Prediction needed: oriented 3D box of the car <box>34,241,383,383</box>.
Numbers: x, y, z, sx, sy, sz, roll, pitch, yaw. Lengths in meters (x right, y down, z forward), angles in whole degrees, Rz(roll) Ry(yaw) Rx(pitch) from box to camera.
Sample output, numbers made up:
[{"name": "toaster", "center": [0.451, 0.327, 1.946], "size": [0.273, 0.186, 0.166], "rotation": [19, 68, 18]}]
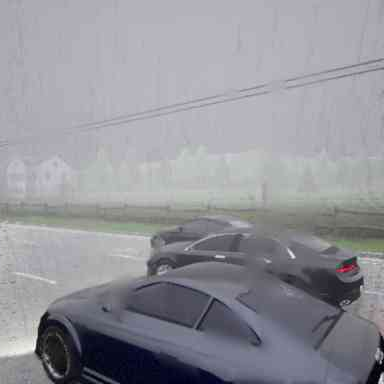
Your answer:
[{"name": "car", "center": [-0.024, 1.584, 4.009], "size": [4.181, 1.385, 1.994], "rotation": [-1, 0, 35]}]

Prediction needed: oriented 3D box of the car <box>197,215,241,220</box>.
[{"name": "car", "center": [0.584, 1.584, 12.171], "size": [4.674, 1.442, 1.812], "rotation": [-1, 0, 36]}]

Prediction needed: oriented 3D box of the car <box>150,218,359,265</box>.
[{"name": "car", "center": [1.119, 1.534, 7.492], "size": [4.892, 1.490, 1.837], "rotation": [-1, 0, 35]}]
